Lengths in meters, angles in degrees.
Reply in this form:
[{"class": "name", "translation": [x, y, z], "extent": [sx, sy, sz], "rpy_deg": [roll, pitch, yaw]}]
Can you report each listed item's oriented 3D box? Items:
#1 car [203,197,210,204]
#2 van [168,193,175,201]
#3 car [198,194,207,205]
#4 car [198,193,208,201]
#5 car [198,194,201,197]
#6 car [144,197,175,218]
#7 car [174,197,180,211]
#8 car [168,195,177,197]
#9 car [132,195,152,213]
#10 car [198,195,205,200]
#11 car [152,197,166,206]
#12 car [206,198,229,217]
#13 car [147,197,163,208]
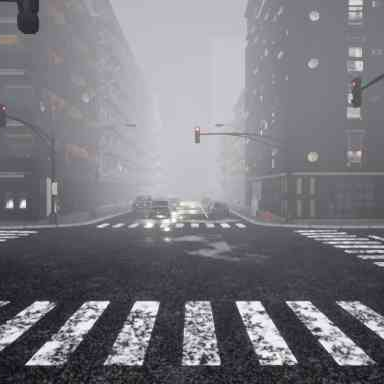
[{"class": "car", "translation": [2.562, 1.539, 37.003], "extent": [2.008, 1.369, 4.403], "rpy_deg": [-1, 0, 0]}, {"class": "van", "translation": [-5.311, 1.304, 86.899], "extent": [1.690, 1.788, 3.998], "rpy_deg": [-1, 0, 0]}, {"class": "car", "translation": [2.566, 1.524, 59.160], "extent": [1.887, 1.381, 4.507], "rpy_deg": [-1, 0, 0]}, {"class": "car", "translation": [2.567, 1.282, 81.317], "extent": [2.192, 1.841, 5.009], "rpy_deg": [-1, 0, 0]}, {"class": "car", "translation": [2.570, 1.552, 75.778], "extent": [1.802, 1.307, 4.206], "rpy_deg": [-1, 0, 0]}, {"class": "car", "translation": [-2.836, 1.496, 30.191], "extent": [1.837, 1.490, 4.892], "rpy_deg": [0, 0, 0]}, {"class": "car", "translation": [-2.831, 1.588, 40.297], "extent": [1.895, 1.301, 4.718], "rpy_deg": [0, 0, 0]}, {"class": "car", "translation": [-2.764, 1.530, 50.948], "extent": [2.033, 1.411, 5.357], "rpy_deg": [0, 0, 1]}, {"class": "car", "translation": [-5.322, 1.304, 37.064], "extent": [2.192, 1.841, 5.009], "rpy_deg": [-1, 0, 0]}, {"class": "car", "translation": [2.573, 1.541, 92.395], "extent": [1.802, 1.307, 4.206], "rpy_deg": [-1, 0, 0]}, {"class": "car", "translation": [-5.315, 1.564, 53.676], "extent": [1.802, 1.307, 4.206], "rpy_deg": [-1, 0, 0]}, {"class": "car", "translation": [2.561, 1.573, 31.464], "extent": [1.802, 1.307, 4.206], "rpy_deg": [-1, 0, 0]}, {"class": "car", "translation": [-5.317, 1.509, 47.968], "extent": [1.752, 1.417, 4.829], "rpy_deg": [-1, 0, 0]}]
